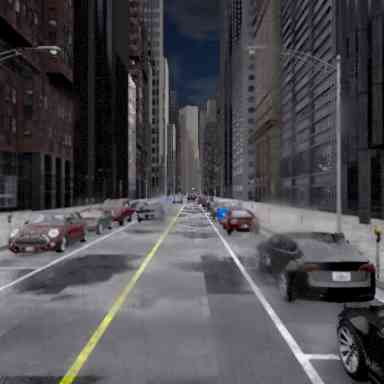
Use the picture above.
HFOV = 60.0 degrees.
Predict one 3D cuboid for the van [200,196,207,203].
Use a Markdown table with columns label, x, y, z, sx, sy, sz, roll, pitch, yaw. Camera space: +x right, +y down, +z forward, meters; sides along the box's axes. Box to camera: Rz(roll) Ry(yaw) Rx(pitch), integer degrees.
| label | x | y | z | sx | sy | sz | roll | pitch | yaw |
| --- | --- | --- | --- | --- | --- | --- | --- | --- | --- |
| van | 2.746 | 1.761 | 81.140 | 1.690 | 1.788 | 3.998 | 0 | 0 | 0 |

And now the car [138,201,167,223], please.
| label | x | y | z | sx | sy | sz | roll | pitch | yaw |
| --- | --- | --- | --- | --- | --- | --- | --- | --- | --- |
| car | -3.105 | 1.690 | 26.372 | 1.994 | 1.385 | 4.181 | 0 | 0 | 0 |

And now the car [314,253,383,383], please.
| label | x | y | z | sx | sy | sz | roll | pitch | yaw |
| --- | --- | --- | --- | --- | --- | --- | --- | --- | --- |
| car | 2.763 | 1.579 | 2.612 | 1.947 | 1.339 | 4.313 | 0 | 0 | 0 |

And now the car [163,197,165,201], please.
| label | x | y | z | sx | sy | sz | roll | pitch | yaw |
| --- | --- | --- | --- | --- | --- | --- | --- | --- | --- |
| car | -5.773 | 1.846 | 53.079 | 1.802 | 1.307 | 4.206 | 0 | 0 | 0 |

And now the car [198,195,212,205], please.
| label | x | y | z | sx | sy | sz | roll | pitch | yaw |
| --- | --- | --- | --- | --- | --- | --- | --- | --- | --- |
| car | 2.751 | 1.610 | 58.704 | 2.192 | 1.841 | 5.009 | 0 | 0 | 0 |

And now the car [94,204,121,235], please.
| label | x | y | z | sx | sy | sz | roll | pitch | yaw |
| --- | --- | --- | --- | --- | --- | --- | --- | --- | --- |
| car | -5.766 | 1.643 | 19.423 | 2.008 | 1.369 | 4.403 | 0 | 0 | 0 |

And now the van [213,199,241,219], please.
| label | x | y | z | sx | sy | sz | roll | pitch | yaw |
| --- | --- | --- | --- | --- | --- | --- | --- | --- | --- |
| van | 2.759 | 1.461 | 25.050 | 1.690 | 1.788 | 3.998 | 0 | 0 | 0 |

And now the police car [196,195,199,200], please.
| label | x | y | z | sx | sy | sz | roll | pitch | yaw |
| --- | --- | --- | --- | --- | --- | --- | --- | --- | --- |
| police car | 2.351 | 1.786 | 70.593 | 1.930 | 1.638 | 5.238 | 0 | 0 | 0 |

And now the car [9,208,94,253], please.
| label | x | y | z | sx | sy | sz | roll | pitch | yaw |
| --- | --- | --- | --- | --- | --- | --- | --- | --- | --- |
| car | -5.764 | 1.505 | 13.814 | 1.967 | 1.590 | 4.097 | 0 | 0 | 0 |

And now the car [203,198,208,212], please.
| label | x | y | z | sx | sy | sz | roll | pitch | yaw |
| --- | --- | --- | --- | --- | --- | --- | --- | --- | --- |
| car | 2.755 | 1.770 | 41.875 | 1.947 | 1.339 | 4.313 | 0 | 0 | 0 |

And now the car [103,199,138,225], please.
| label | x | y | z | sx | sy | sz | roll | pitch | yaw |
| --- | --- | --- | --- | --- | --- | --- | --- | --- | --- |
| car | -5.766 | 1.434 | 25.033 | 2.192 | 1.841 | 5.009 | 0 | 0 | 0 |

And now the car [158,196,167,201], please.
| label | x | y | z | sx | sy | sz | roll | pitch | yaw |
| --- | --- | --- | --- | --- | --- | --- | --- | --- | --- |
| car | -5.774 | 1.819 | 58.519 | 1.752 | 1.417 | 4.829 | 0 | 0 | 0 |

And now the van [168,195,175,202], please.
| label | x | y | z | sx | sy | sz | roll | pitch | yaw |
| --- | --- | --- | --- | --- | --- | --- | --- | --- | --- |
| van | -5.781 | 1.825 | 92.346 | 1.690 | 1.788 | 3.998 | 0 | 0 | 0 |

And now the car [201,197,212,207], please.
| label | x | y | z | sx | sy | sz | roll | pitch | yaw |
| --- | --- | --- | --- | --- | --- | --- | --- | --- | --- |
| car | 2.752 | 1.846 | 53.094 | 1.802 | 1.307 | 4.206 | 0 | 0 | 0 |

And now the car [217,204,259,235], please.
| label | x | y | z | sx | sy | sz | roll | pitch | yaw |
| --- | --- | --- | --- | --- | --- | --- | --- | --- | --- |
| car | 2.760 | 1.637 | 19.440 | 1.887 | 1.381 | 4.507 | 0 | 0 | 0 |

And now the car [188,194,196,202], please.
| label | x | y | z | sx | sy | sz | roll | pitch | yaw |
| --- | --- | --- | --- | --- | --- | --- | --- | --- | --- |
| car | -0.018 | 1.756 | 88.784 | 1.882 | 1.535 | 5.008 | 0 | 0 | 0 |

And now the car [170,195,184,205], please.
| label | x | y | z | sx | sy | sz | roll | pitch | yaw |
| --- | --- | --- | --- | --- | --- | --- | --- | --- | --- |
| car | -3.019 | 1.819 | 67.776 | 1.882 | 1.535 | 5.008 | 0 | 0 | 0 |

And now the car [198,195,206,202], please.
| label | x | y | z | sx | sy | sz | roll | pitch | yaw |
| --- | --- | --- | --- | --- | --- | --- | --- | --- | --- |
| car | 2.744 | 1.799 | 92.358 | 2.192 | 1.841 | 5.009 | 0 | 0 | 0 |

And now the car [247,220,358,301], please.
| label | x | y | z | sx | sy | sz | roll | pitch | yaw |
| --- | --- | --- | --- | --- | --- | --- | --- | --- | --- |
| car | 2.762 | 1.605 | 8.222 | 1.947 | 1.339 | 4.313 | 0 | 0 | 0 |

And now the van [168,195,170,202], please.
| label | x | y | z | sx | sy | sz | roll | pitch | yaw |
| --- | --- | --- | --- | --- | --- | --- | --- | --- | --- |
| van | -5.775 | 1.667 | 64.299 | 1.690 | 1.788 | 3.998 | 0 | 0 | 0 |

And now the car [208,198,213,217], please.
| label | x | y | z | sx | sy | sz | roll | pitch | yaw |
| --- | --- | --- | --- | --- | --- | --- | --- | --- | --- |
| car | 2.757 | 1.587 | 30.658 | 1.967 | 1.590 | 4.097 | 0 | 0 | 0 |

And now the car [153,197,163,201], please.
| label | x | y | z | sx | sy | sz | roll | pitch | yaw |
| --- | --- | --- | --- | --- | --- | --- | --- | --- | --- |
| car | -5.772 | 1.784 | 47.470 | 2.008 | 1.369 | 4.403 | 0 | 0 | 0 |
